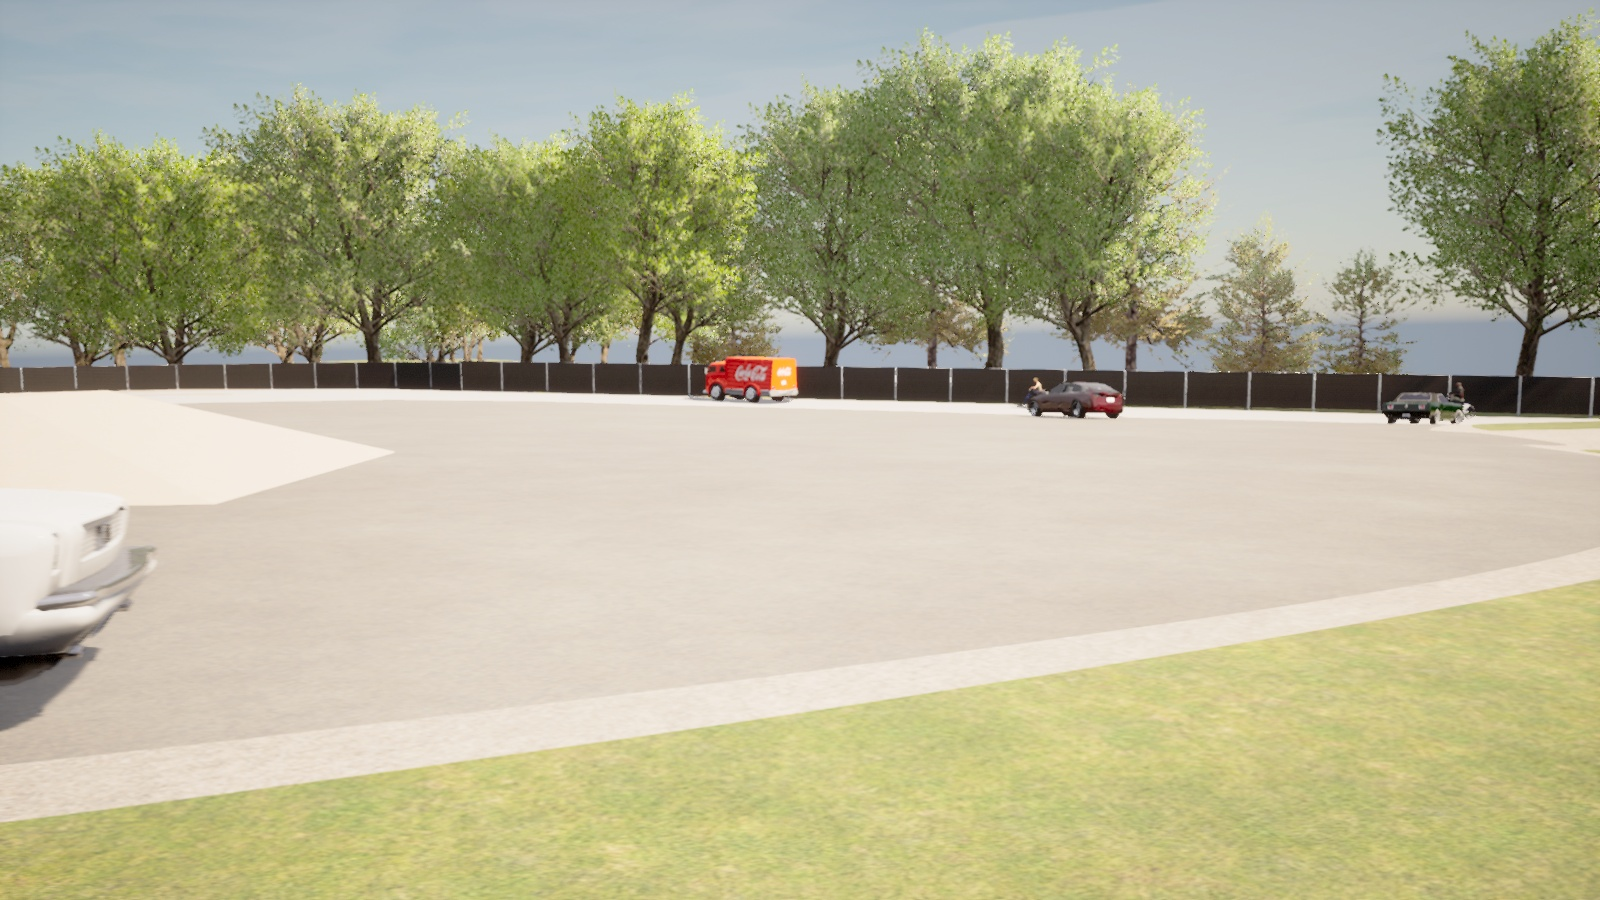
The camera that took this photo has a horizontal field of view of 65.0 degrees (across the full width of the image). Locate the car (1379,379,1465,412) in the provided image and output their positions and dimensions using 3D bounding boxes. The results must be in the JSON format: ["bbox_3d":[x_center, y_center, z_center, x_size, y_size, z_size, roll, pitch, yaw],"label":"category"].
[{"bbox_3d":[25.787,-2.249,51.968,1.895,1.301,4.718,1,2,43],"label":"car"}]

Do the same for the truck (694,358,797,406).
[{"bbox_3d":[-3.036,-3.853,70.008,5.204,2.467,2.627,4,7,37],"label":"truck"}]

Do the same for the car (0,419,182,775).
[{"bbox_3d":[-5.173,0.597,4.910,4.718,1.301,1.895,-2,3,-20],"label":"car"}]

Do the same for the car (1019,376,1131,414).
[{"bbox_3d":[11.420,-2.321,52.500,2.163,1.488,4.792,-2,3,-24],"label":"car"}]
